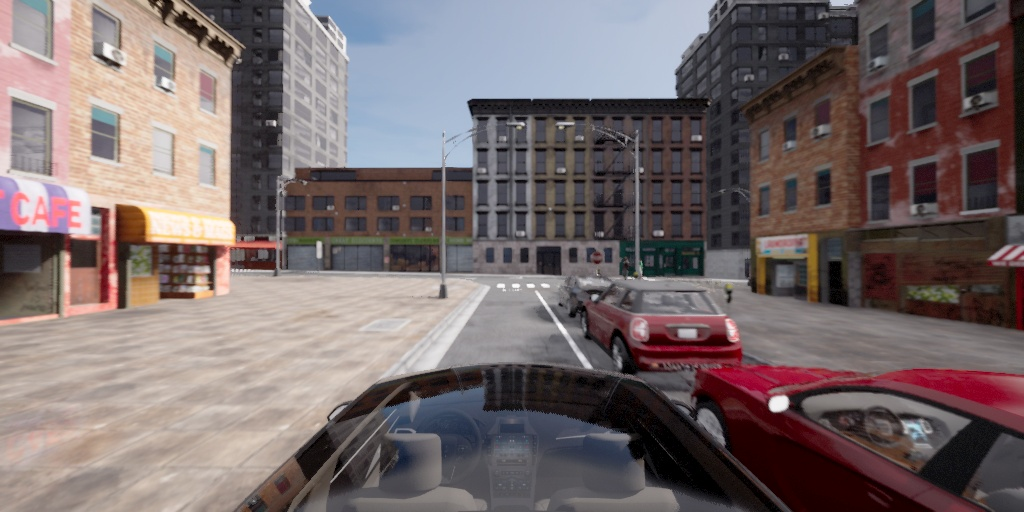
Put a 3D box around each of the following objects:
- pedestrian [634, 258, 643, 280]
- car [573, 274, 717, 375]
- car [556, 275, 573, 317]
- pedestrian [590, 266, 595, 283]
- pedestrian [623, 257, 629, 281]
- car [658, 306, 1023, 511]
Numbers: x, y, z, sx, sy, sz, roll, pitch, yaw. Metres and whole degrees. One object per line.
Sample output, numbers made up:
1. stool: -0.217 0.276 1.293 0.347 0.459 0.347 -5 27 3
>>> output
1. pedestrian: 8.014 1.021 22.772 0.375 1.860 0.375 0 -1 0
2. car: 2.640 1.194 7.346 1.967 1.591 4.097 0 0 0
3. car: 2.640 1.309 12.849 2.007 1.370 4.403 0 0 0
4. pedestrian: 5.330 1.185 23.371 0.375 1.300 0.375 0 -1 0
5. pedestrian: 7.013 0.945 22.172 0.375 1.860 0.375 0 -1 0
6. car: 2.639 1.295 1.842 1.888 1.381 4.507 0 0 0
